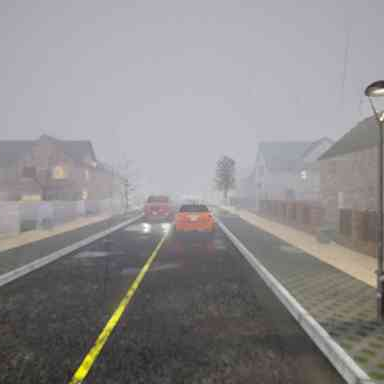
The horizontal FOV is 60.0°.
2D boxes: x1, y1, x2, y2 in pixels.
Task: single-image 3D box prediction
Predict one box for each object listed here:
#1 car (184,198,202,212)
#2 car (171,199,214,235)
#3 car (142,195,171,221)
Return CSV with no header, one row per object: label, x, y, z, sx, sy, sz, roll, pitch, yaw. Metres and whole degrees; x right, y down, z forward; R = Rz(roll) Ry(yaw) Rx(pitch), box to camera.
car,0.113,1.555,40.543,2.128,1.511,4.902,0,0,0
car,0.106,1.369,18.834,2.097,1.767,4.553,0,0,0
car,-2.782,1.257,27.965,2.150,2.045,5.566,0,0,1
